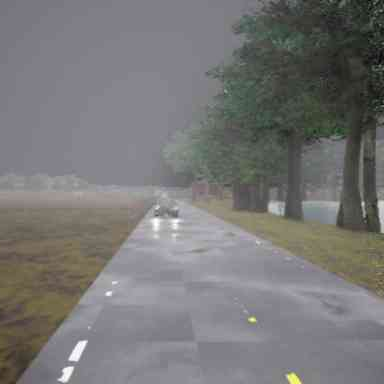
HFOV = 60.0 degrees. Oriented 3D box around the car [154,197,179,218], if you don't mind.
[{"bbox_3d":[-2.268,1.304,29.537,2.097,1.767,4.553,2,0,-5],"label":"car"}]
